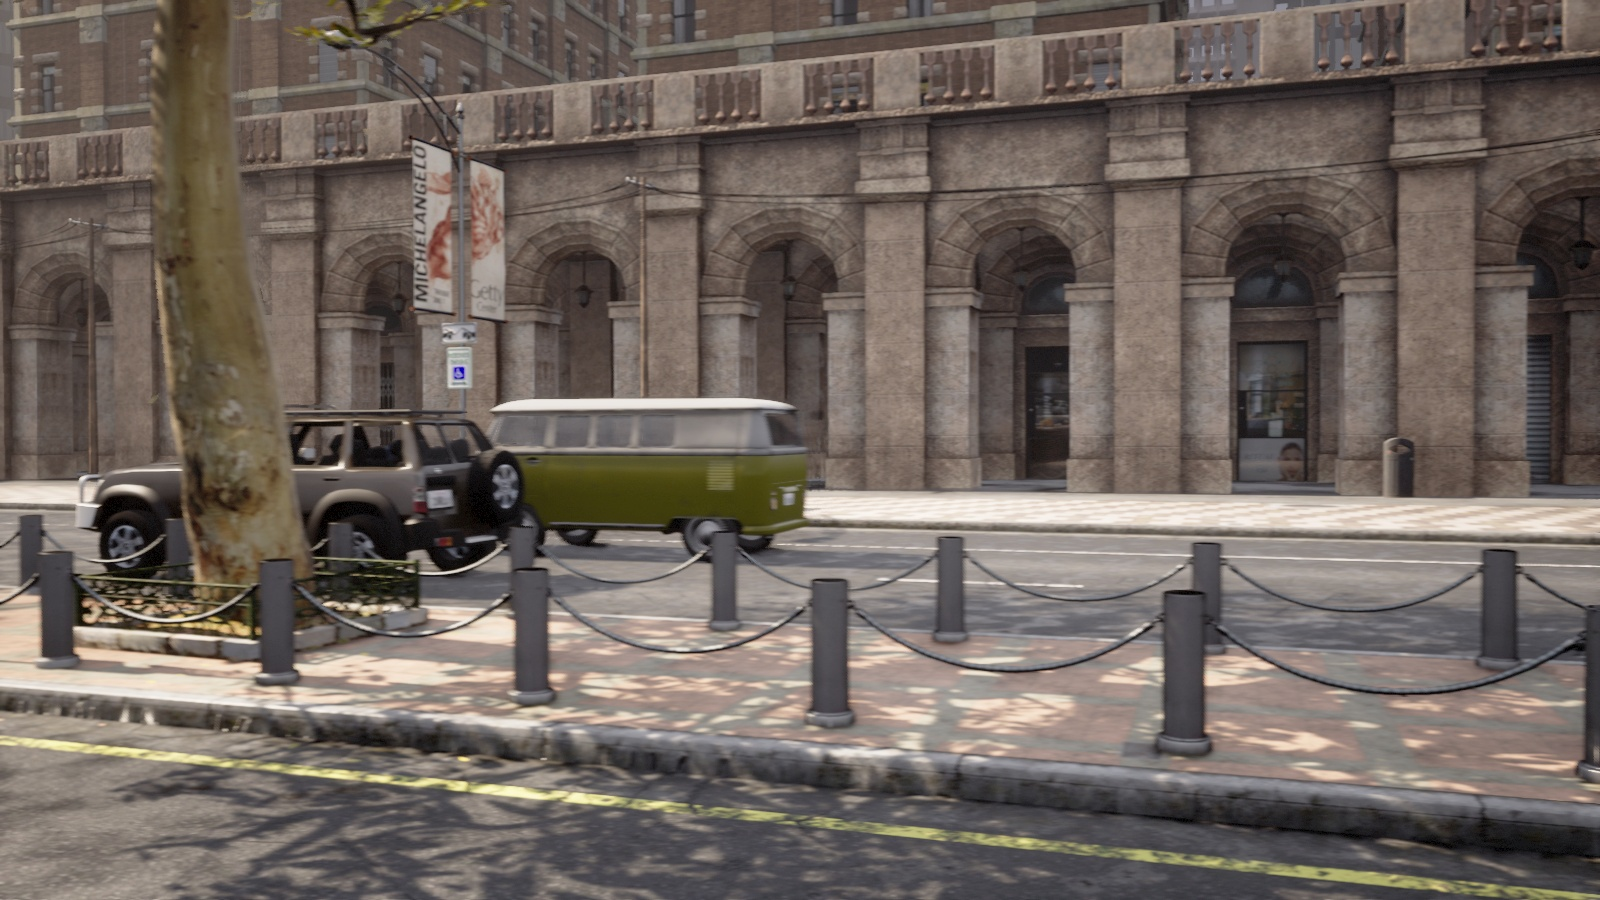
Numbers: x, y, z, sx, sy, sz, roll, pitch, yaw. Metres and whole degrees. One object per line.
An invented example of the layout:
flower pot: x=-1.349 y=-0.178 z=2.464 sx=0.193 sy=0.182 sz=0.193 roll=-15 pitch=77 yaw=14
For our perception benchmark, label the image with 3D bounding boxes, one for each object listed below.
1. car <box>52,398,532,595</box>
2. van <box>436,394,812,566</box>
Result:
car: x=-5.398 y=0.408 z=13.447 sx=4.605 sy=1.855 sz=1.932 roll=1 pitch=1 yaw=18
van: x=-2.234 y=0.313 z=16.073 sx=4.442 sy=1.987 sz=1.775 roll=1 pitch=1 yaw=19
